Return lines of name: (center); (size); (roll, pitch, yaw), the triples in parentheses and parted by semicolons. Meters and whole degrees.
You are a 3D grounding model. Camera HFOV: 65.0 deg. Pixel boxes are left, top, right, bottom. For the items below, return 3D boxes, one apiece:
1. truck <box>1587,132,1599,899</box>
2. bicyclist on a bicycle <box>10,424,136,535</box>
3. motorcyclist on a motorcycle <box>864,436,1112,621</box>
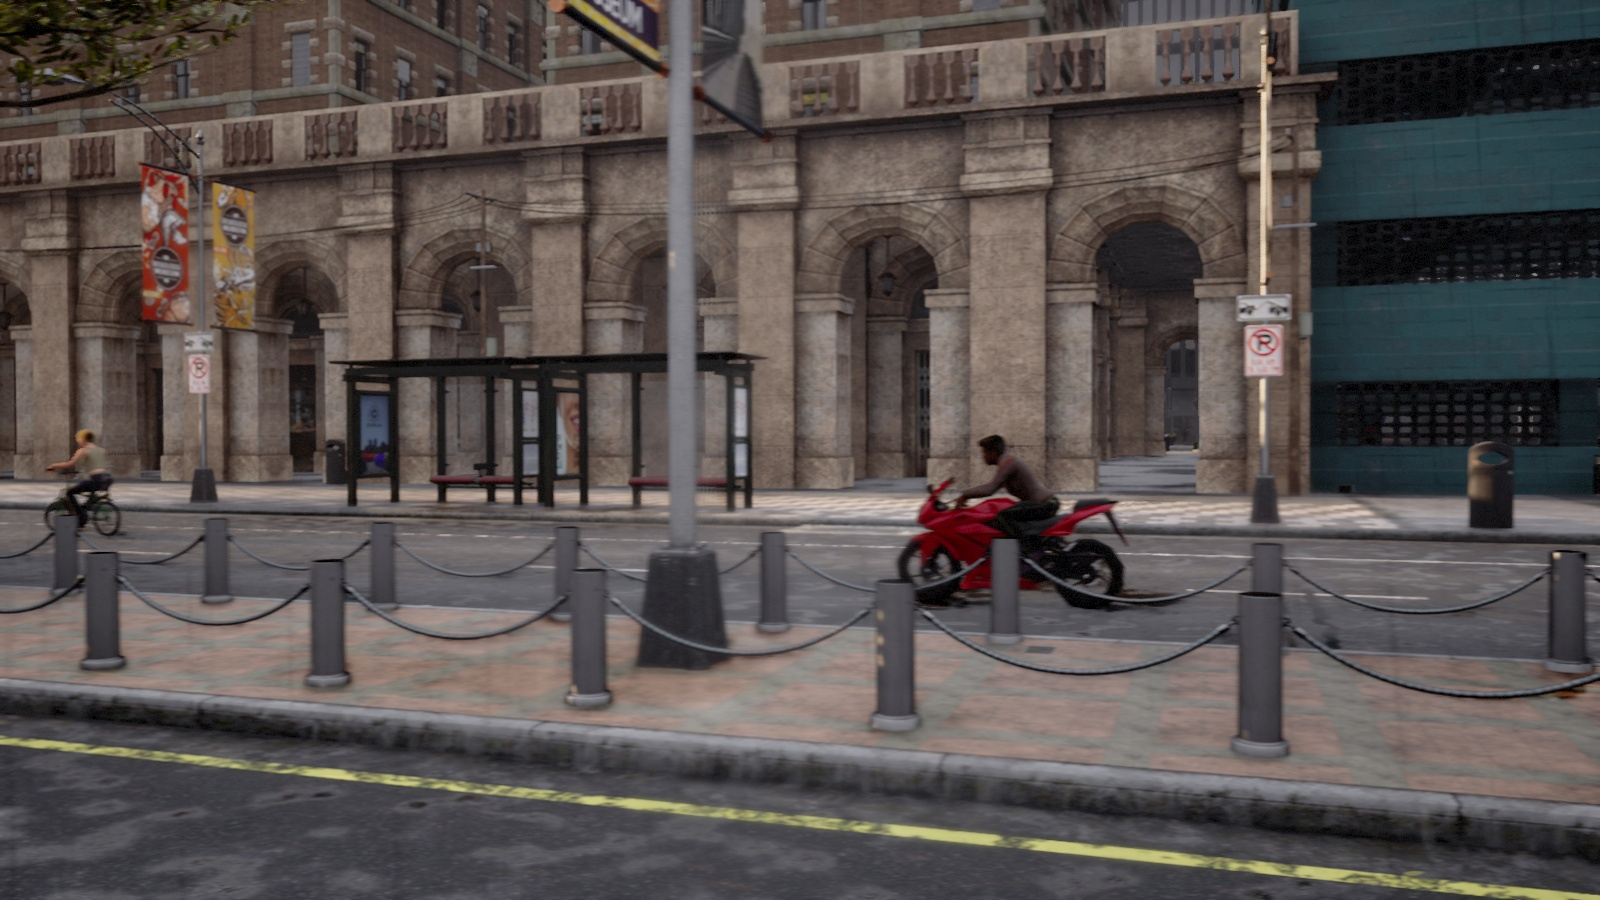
truck: (4.424, 0.330, 1.696); (5.204, 2.467, 2.627); (1, 1, 19)
bicyclist on a bicycle: (-10.998, 0.421, 19.020); (1.509, 1.612, 0.866); (1, 1, 19)
motorcyclist on a motorcycle: (1.660, 0.640, 11.073); (2.044, 1.523, 0.797); (1, 1, 19)
